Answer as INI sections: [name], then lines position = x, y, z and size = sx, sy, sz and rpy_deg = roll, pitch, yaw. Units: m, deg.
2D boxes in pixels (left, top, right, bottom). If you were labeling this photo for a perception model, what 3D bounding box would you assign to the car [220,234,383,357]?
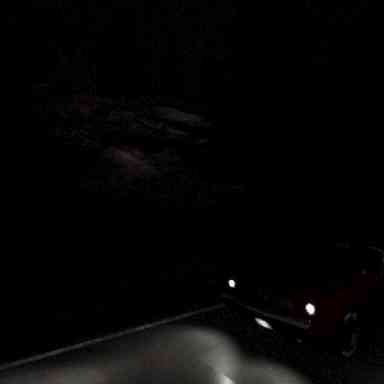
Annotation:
[car]
position = 2.801, 1.511, 6.002
size = 4.718, 1.301, 1.895
rpy_deg = -1, 1, -36
